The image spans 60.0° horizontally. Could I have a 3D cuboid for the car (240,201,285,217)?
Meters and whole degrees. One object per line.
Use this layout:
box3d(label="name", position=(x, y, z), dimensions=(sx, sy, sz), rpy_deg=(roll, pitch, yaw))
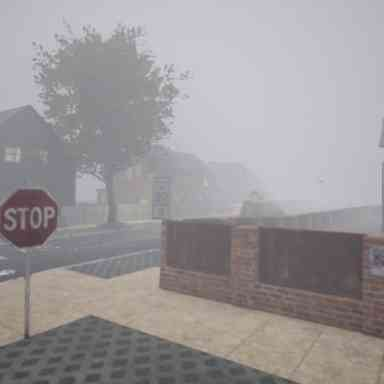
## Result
box3d(label="car", position=(6.020, 1.743, 28.124), dimensions=(2.150, 2.045, 5.566), rpy_deg=(1, 0, 35))
